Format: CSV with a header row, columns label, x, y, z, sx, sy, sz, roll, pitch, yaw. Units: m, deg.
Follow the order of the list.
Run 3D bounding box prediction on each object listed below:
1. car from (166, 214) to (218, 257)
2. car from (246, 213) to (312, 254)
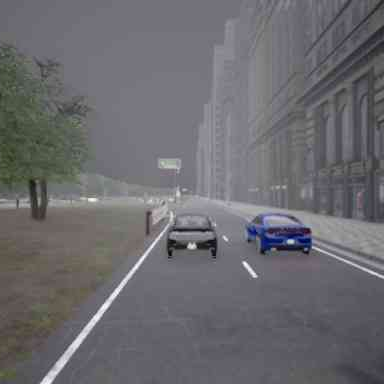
label,x,y,z,sx,sy,sz,roll,pitch,yaw
car,0.011,1.628,13.505,2.128,1.511,4.902,0,0,0
car,3.516,1.620,14.247,1.882,1.535,5.008,0,0,0
